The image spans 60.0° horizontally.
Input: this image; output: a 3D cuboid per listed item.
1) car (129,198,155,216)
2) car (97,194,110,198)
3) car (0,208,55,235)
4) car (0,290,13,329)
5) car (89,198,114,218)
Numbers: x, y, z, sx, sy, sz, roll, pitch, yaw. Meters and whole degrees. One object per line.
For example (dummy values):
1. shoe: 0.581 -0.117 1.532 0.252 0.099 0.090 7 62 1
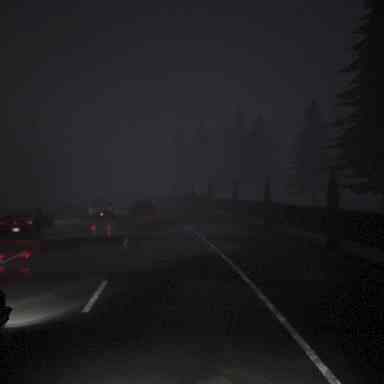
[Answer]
1. car: -4.611 1.310 30.355 1.882 1.535 5.008 0 0 -17
2. car: -15.239 1.159 57.192 1.882 1.535 5.008 0 0 -23
3. car: -8.841 1.500 18.125 1.895 1.301 4.718 0 0 -11
4. car: -3.543 1.538 2.525 2.033 1.411 5.357 0 0 -2
5. car: -7.552 1.432 27.801 1.895 1.301 4.718 0 0 -15
